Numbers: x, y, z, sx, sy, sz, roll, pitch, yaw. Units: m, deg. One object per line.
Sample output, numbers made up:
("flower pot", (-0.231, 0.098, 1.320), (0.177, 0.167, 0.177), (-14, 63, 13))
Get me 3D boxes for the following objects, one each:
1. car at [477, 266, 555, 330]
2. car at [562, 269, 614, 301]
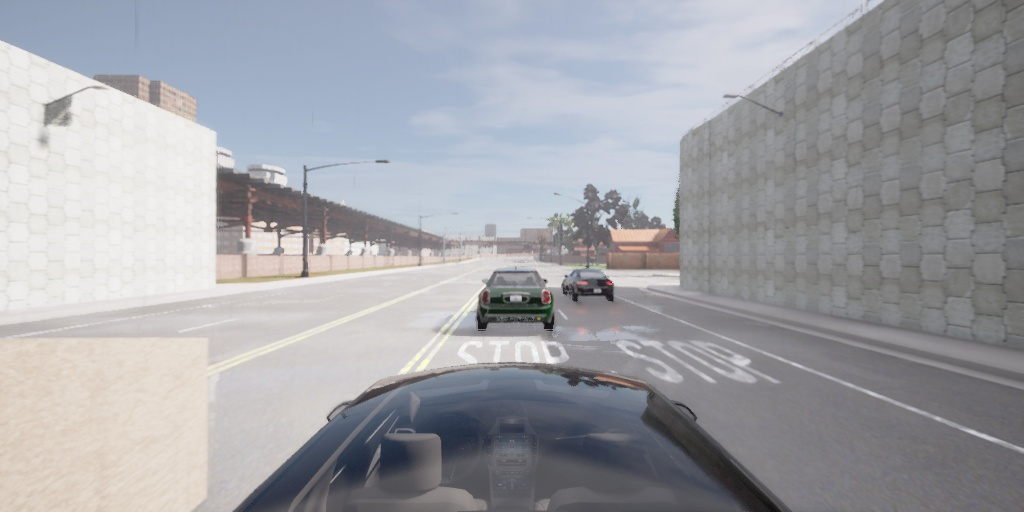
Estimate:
("car", (0.102, 1.129, 11.418), (2.097, 1.767, 4.553), (0, 0, 0))
("car", (3.601, 1.327, 17.430), (1.812, 1.442, 4.674), (0, -1, 0))
